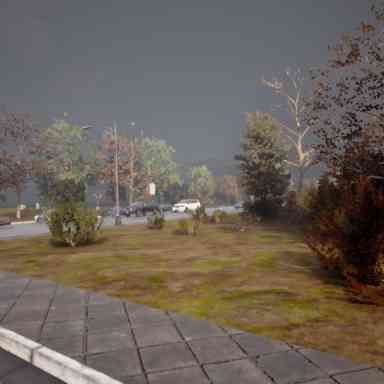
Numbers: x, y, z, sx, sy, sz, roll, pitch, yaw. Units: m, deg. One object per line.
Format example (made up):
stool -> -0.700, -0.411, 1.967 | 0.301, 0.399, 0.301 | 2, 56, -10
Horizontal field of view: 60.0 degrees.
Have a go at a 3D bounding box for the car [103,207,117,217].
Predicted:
car -> -10.038, 2.619, 44.082 | 1.994, 1.385, 4.181 | -3, -2, 32

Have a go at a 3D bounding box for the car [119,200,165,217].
car -> -6.468, 2.128, 43.213 | 2.150, 2.045, 5.566 | -3, -2, 32

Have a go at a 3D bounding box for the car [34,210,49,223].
car -> -14.853, 2.510, 36.486 | 2.128, 1.511, 4.902 | -3, -2, 33

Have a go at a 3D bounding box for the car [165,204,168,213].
car -> -4.571, 2.612, 52.713 | 2.128, 1.511, 4.902 | -3, -2, 32

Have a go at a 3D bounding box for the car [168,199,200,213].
car -> -0.787, 2.197, 52.165 | 2.150, 2.045, 5.566 | -3, -2, 33

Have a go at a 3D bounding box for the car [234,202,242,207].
car -> 9.582, 2.480, 61.678 | 2.033, 1.411, 5.357 | -3, -2, 33

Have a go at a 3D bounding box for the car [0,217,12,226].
car -> -17.333, 2.391, 26.337 | 2.033, 1.411, 5.357 | -3, -2, 34
